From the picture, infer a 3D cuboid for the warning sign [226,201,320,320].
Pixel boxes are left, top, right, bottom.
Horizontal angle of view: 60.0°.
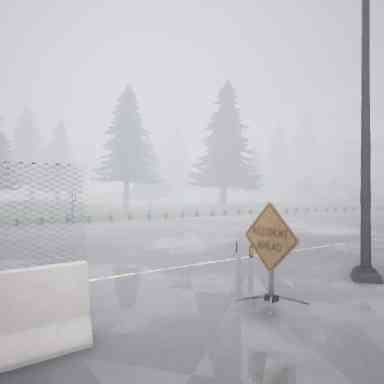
[{"bbox_3d":[1.461,1.114,6.128,1.060,1.860,1.300,0,0,-34],"label":"warning sign"}]
